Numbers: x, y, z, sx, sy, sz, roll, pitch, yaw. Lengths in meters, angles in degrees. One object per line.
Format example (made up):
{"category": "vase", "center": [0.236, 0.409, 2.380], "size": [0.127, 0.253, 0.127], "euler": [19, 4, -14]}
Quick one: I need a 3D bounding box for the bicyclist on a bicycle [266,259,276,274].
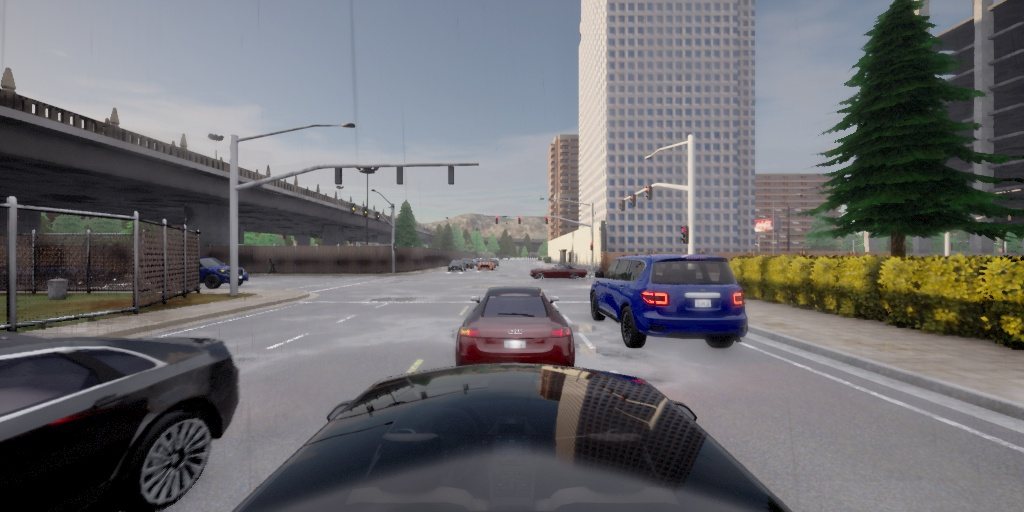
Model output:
{"category": "bicyclist on a bicycle", "center": [-25.293, 1.106, 37.661], "size": [0.582, 1.620, 1.656], "euler": [0, 0, 0]}

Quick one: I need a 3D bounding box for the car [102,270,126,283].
{"category": "car", "center": [-32.195, 1.353, 26.664], "size": [5.357, 1.411, 2.033], "euler": [0, 0, 0]}

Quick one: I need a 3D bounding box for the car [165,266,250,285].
{"category": "car", "center": [-22.574, 1.406, 26.684], "size": [4.718, 1.301, 1.895], "euler": [0, 0, 0]}

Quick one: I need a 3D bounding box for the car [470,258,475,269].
{"category": "car", "center": [-7.083, 1.102, 55.578], "size": [2.097, 1.767, 4.553], "euler": [0, 0, 0]}

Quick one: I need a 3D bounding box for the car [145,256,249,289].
{"category": "car", "center": [-20.320, 1.028, 23.188], "size": [5.566, 2.045, 2.150], "euler": [0, 0, 0]}

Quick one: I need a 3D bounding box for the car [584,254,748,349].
{"category": "car", "center": [3.570, 0.971, 9.331], "size": [2.150, 2.045, 5.566], "euler": [0, 0, 1]}

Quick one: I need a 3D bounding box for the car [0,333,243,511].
{"category": "car", "center": [-3.599, 1.241, 1.506], "size": [2.128, 1.511, 4.902], "euler": [0, 0, 0]}

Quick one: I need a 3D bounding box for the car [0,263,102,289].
{"category": "car", "center": [-30.541, 1.353, 23.168], "size": [5.357, 1.411, 2.033], "euler": [0, 0, 0]}

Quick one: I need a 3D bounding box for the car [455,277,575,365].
{"category": "car", "center": [0.064, 1.314, 7.465], "size": [1.994, 1.385, 4.181], "euler": [0, 0, 0]}

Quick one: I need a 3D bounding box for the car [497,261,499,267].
{"category": "car", "center": [-3.576, 1.241, 58.908], "size": [2.128, 1.511, 4.902], "euler": [0, 0, 0]}

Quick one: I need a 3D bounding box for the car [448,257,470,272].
{"category": "car", "center": [-7.088, 1.254, 46.694], "size": [1.837, 1.490, 4.892], "euler": [0, 0, 0]}

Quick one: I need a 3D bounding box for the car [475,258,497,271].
{"category": "car", "center": [-3.581, 1.102, 49.836], "size": [2.097, 1.767, 4.553], "euler": [0, 0, 0]}

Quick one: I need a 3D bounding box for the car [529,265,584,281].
{"category": "car", "center": [3.832, 1.380, 30.437], "size": [4.718, 1.301, 1.895], "euler": [0, 0, 0]}
